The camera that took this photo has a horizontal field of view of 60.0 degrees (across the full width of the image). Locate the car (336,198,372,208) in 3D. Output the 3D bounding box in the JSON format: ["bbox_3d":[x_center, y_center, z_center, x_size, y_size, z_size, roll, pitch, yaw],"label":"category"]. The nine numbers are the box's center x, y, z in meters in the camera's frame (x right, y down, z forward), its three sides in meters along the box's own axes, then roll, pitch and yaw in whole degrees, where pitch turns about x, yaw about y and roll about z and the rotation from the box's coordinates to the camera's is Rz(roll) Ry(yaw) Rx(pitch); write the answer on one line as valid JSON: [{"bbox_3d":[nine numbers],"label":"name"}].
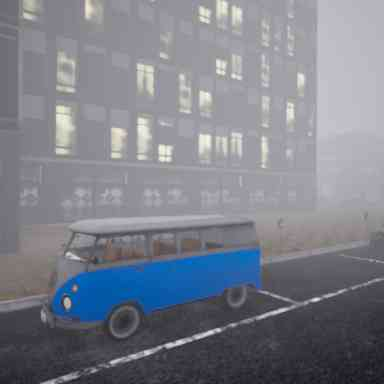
[{"bbox_3d":[20.487,1.348,42.220,1.802,1.307,4.206,1,0,-36],"label":"car"}]

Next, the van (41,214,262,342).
[{"bbox_3d":[-0.508,1.342,6.192,3.998,1.788,1.690,0,0,-36],"label":"van"}]

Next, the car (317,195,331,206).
[{"bbox_3d":[17.203,1.138,46.691,1.967,1.590,4.097,1,0,-36],"label":"car"}]

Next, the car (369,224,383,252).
[{"bbox_3d":[8.509,1.569,12.629,4.313,1.339,1.947,0,0,-36],"label":"car"}]
